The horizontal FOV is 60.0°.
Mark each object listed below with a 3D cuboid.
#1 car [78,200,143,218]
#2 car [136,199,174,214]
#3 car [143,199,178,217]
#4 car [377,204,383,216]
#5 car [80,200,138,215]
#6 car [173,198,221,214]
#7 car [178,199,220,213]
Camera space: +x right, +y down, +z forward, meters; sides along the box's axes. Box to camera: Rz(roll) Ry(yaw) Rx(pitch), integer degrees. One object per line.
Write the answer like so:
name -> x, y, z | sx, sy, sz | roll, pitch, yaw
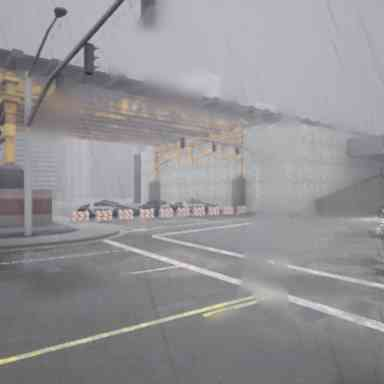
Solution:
car -> -7.184, 1.467, 29.048 | 4.974, 1.542, 2.038 | 0, 0, 8
car -> -3.423, 1.315, 31.782 | 1.853, 1.218, 4.536 | 0, 0, 18
car -> -3.439, 1.473, 31.733 | 2.038, 1.542, 4.974 | 0, 0, 18
car -> 19.435, 1.534, 31.620 | 4.902, 1.511, 2.128 | 0, 0, -37
car -> -7.235, 1.310, 29.055 | 4.536, 1.218, 1.853 | 0, 0, 8
car -> 0.472, 1.479, 35.492 | 4.974, 1.542, 2.038 | 0, 0, -7
car -> 0.420, 1.322, 35.486 | 4.536, 1.218, 1.853 | 0, 0, -7
